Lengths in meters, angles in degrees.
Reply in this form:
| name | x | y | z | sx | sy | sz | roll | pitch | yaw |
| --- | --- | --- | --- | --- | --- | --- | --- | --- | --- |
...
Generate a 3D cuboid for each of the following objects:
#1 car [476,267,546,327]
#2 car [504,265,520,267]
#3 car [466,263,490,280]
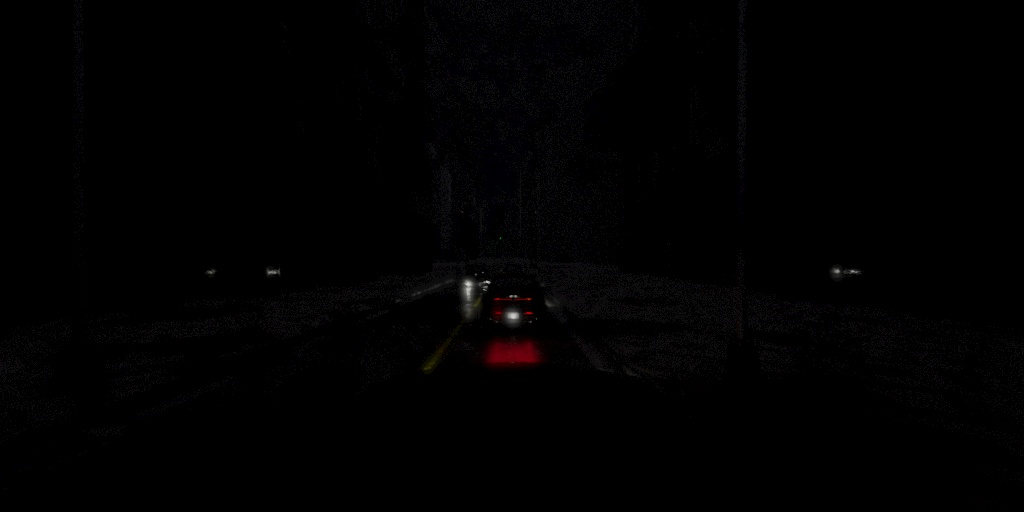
| name | x | y | z | sx | sy | sz | roll | pitch | yaw |
| --- | --- | --- | --- | --- | --- | --- | --- | --- | --- |
| car | 0.047 | 1.299 | 11.735 | 1.837 | 1.490 | 4.892 | 0 | 0 | 0 |
| car | 0.027 | 1.411 | 29.857 | 2.033 | 1.411 | 5.357 | 0 | 0 | 0 |
| car | -3.162 | 1.381 | 33.760 | 1.837 | 1.490 | 4.892 | 0 | 0 | 0 |
